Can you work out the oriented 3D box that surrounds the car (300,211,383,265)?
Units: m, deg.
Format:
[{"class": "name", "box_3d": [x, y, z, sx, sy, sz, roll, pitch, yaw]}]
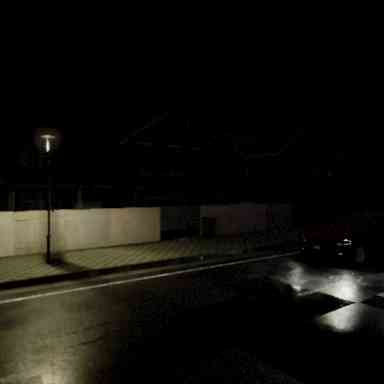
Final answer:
[{"class": "car", "box_3d": [5.959, 1.474, 11.924, 5.008, 1.535, 1.882, 0, 0, -35]}]
